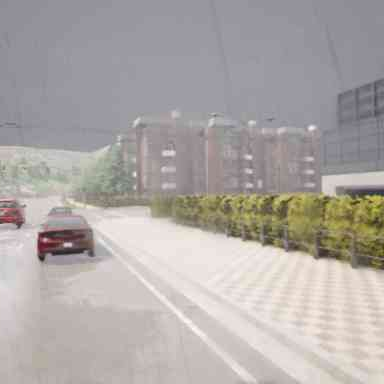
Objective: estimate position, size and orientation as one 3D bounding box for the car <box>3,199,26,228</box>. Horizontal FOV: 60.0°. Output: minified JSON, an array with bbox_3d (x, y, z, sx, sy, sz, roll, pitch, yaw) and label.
[{"bbox_3d":[-13.515,1.544,24.326,2.150,2.045,5.566,-1,0,-23],"label":"car"}]

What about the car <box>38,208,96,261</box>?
[{"bbox_3d":[-4.987,1.613,13.171,1.882,1.535,5.008,-1,-1,-22],"label":"car"}]

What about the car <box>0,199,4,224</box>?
[{"bbox_3d":[-7.644,1.391,10.403,2.150,2.045,5.566,-1,0,-22],"label":"car"}]

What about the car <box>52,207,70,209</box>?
[{"bbox_3d":[-9.740,1.808,24.801,2.033,1.411,5.357,-1,0,-19],"label":"car"}]
